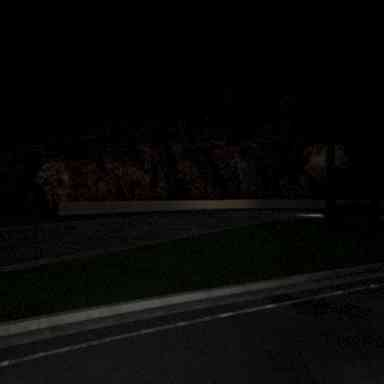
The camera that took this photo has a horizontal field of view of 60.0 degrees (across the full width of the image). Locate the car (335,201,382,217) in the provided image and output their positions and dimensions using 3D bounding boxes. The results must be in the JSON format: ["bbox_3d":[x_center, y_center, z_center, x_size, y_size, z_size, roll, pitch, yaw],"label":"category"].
[{"bbox_3d":[15.846,1.664,32.605,4.892,1.490,1.837,0,-1,25],"label":"car"}]
